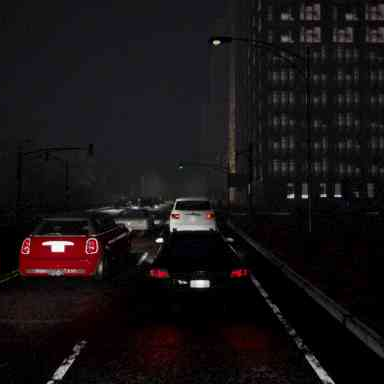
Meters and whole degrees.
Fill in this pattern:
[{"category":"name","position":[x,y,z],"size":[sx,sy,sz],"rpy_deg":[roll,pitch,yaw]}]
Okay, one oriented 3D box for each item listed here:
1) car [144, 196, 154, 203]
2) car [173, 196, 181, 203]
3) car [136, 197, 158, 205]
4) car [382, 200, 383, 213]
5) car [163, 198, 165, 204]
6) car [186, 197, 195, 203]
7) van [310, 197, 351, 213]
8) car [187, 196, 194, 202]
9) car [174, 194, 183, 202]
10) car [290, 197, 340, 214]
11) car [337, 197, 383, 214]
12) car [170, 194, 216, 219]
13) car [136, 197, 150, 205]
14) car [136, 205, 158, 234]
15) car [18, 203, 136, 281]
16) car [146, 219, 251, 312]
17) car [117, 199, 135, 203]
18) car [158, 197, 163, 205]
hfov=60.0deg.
[{"category":"car","position":[-10.039,1.822,78.130],"size":[1.882,1.535,5.008],"rpy_deg":[0,0,0]},{"category":"car","position":[-3.542,1.831,78.918],"size":[1.882,1.535,5.008],"rpy_deg":[0,-1,0]},{"category":"car","position":[-6.773,1.668,50.474],"size":[1.837,1.490,4.892],"rpy_deg":[0,0,0]},{"category":"car","position":[23.596,1.530,35.661],"size":[5.357,1.411,2.033],"rpy_deg":[0,-2,-1]},{"category":"car","position":[-6.760,1.815,70.200],"size":[2.128,1.511,4.902],"rpy_deg":[0,0,0]},{"category":"car","position":[-0.292,1.893,78.929],"size":[2.033,1.411,5.357],"rpy_deg":[0,-1,0]},{"category":"van","position":[15.797,1.443,38.147],"size":[3.998,1.788,1.690],"rpy_deg":[0,-1,-1]},{"category":"car","position":[-0.331,1.803,89.352],"size":[1.882,1.535,5.008],"rpy_deg":[0,-1,0]},{"category":"car","position":[-3.581,1.550,89.372],"size":[2.150,2.045,5.566],"rpy_deg":[0,-1,0]},{"category":"car","position":[13.325,1.581,35.498],"size":[5.357,1.411,2.033],"rpy_deg":[0,-2,-1]},{"category":"car","position":[16.208,1.377,30.126],"size":[4.829,1.417,1.752],"rpy_deg":[0,-1,-1]},{"category":"car","position":[0.036,1.247,17.211],"size":[2.150,2.045,5.566],"rpy_deg":[0,0,0]},{"category":"car","position":[-10.011,1.764,67.856],"size":[2.128,1.511,4.902],"rpy_deg":[0,0,0]},{"category":"car","position":[-3.242,1.632,19.194],"size":[1.895,1.301,4.718],"rpy_deg":[0,0,-1]},{"category":"car","position":[-3.186,1.363,10.008],"size":[2.097,1.767,4.553],"rpy_deg":[0,0,0]},{"category":"car","position":[0.086,1.571,7.803],"size":[1.994,1.385,4.181],"rpy_deg":[0,0,-2]},{"category":"car","position":[-10.021,1.755,48.658],"size":[1.895,1.301,4.718],"rpy_deg":[0,0,0]},{"category":"car","position":[-6.785,1.818,59.730],"size":[1.895,1.301,4.718],"rpy_deg":[0,0,0]}]
